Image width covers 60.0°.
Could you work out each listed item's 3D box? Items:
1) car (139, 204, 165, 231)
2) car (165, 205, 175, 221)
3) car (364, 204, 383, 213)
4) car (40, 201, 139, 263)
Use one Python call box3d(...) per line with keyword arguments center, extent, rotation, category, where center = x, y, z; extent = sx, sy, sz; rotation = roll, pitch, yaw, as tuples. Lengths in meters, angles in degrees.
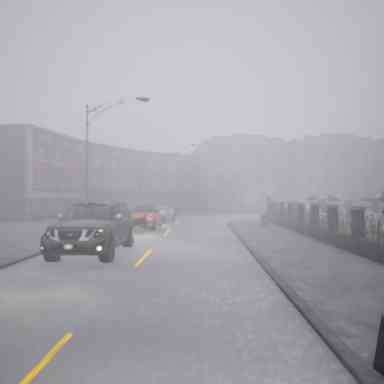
box3d(center=(-3.354, 1.643, 23.078), extent=(2.097, 1.767, 4.553), rotation=(0, -1, 2), category="car")
box3d(center=(-2.813, 1.901, 29.553), extent=(1.812, 1.442, 4.674), rotation=(0, -1, 13), category="car")
box3d(center=(19.600, 1.958, 34.348), extent=(4.902, 1.511, 2.128), rotation=(0, -1, 2), category="car")
box3d(center=(-3.768, 1.386, 13.061), extent=(2.150, 2.045, 5.566), rotation=(0, -1, 1), category="car")
